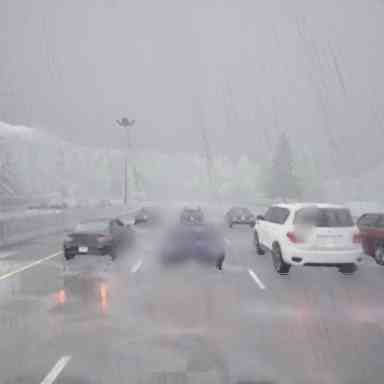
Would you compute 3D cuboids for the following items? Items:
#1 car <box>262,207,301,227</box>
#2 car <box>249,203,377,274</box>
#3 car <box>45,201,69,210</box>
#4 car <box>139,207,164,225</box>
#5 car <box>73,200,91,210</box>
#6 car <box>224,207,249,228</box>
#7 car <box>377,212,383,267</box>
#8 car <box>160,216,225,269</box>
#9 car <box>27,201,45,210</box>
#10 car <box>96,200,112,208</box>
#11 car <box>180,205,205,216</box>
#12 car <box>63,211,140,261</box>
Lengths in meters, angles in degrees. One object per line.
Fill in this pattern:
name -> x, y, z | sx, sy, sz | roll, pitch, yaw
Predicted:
car -> 7.032, 1.936, 26.675 | 1.895, 1.301, 4.718 | 0, -1, 0
car -> 3.529, 1.364, 11.152 | 2.150, 2.045, 5.566 | 0, 0, 0
car -> -21.618, 2.157, 54.222 | 1.882, 1.535, 5.008 | 0, -1, -4
car -> -3.462, 1.909, 27.364 | 1.994, 1.385, 4.181 | 0, -1, 0
car -> -18.187, 2.042, 55.053 | 2.097, 1.767, 4.553 | 0, -1, -4
car -> 3.518, 1.864, 25.158 | 2.033, 1.411, 5.357 | 0, -1, 0
car -> 7.041, 1.506, 12.201 | 2.097, 1.767, 4.553 | 0, -1, 0
car -> 0.035, 1.749, 11.675 | 1.895, 1.301, 4.718 | 0, -1, 0
car -> -25.109, 2.230, 54.494 | 2.033, 1.411, 5.357 | 0, -1, -4
car -> -14.715, 2.051, 55.754 | 2.097, 1.767, 4.553 | 0, -1, -4
car -> 0.037, 1.835, 27.286 | 2.128, 1.511, 4.902 | 0, -1, 0
car -> -3.454, 1.689, 12.949 | 1.812, 1.442, 4.674 | 0, 0, 1
